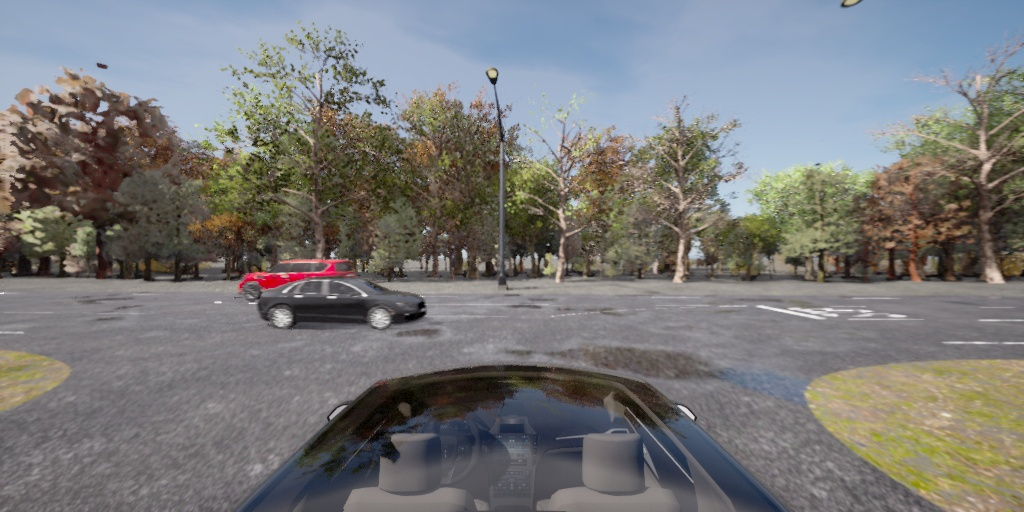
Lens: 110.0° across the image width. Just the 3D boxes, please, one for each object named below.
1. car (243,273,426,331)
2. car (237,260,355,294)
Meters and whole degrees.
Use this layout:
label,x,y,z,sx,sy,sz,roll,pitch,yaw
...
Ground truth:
label,x,y,z,sx,sy,sz,roll,pitch,yaw
car,-5.153,1.397,11.093,4.892,1.490,1.837,0,-1,3
car,-10.846,1.210,18.393,5.566,2.045,2.150,0,-1,3
